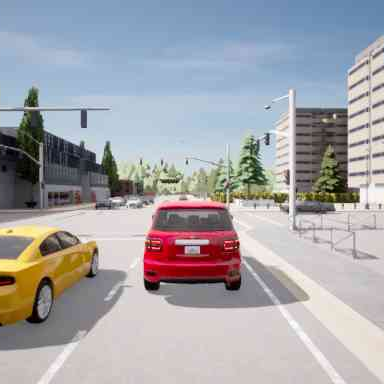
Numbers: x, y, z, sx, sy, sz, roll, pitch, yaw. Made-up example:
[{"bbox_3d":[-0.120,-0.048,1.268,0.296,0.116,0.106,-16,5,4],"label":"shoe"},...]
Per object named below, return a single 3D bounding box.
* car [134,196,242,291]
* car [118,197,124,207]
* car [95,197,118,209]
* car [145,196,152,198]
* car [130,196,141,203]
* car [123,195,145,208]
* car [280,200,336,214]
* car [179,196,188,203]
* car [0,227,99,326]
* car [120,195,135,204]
[{"bbox_3d":[0.011,1.228,9.179,2.150,2.045,5.566,0,0,0],"label":"car"},{"bbox_3d":[-12.036,1.564,53.772,1.812,1.442,4.674,0,0,-1],"label":"car"},{"bbox_3d":[-11.796,1.596,45.337,1.994,1.385,4.181,0,0,-2],"label":"car"},{"bbox_3d":[-8.654,1.546,58.724,1.837,1.490,4.892,0,0,-1],"label":"car"},{"bbox_3d":[-12.511,1.552,73.910,1.837,1.490,4.892,0,0,-2],"label":"car"},{"bbox_3d":[-8.385,1.560,48.640,1.812,1.442,4.674,0,0,-1],"label":"car"},{"bbox_3d":[12.066,1.572,34.653,5.357,1.411,2.033,0,0,-2],"label":"car"},{"bbox_3d":[-1.869,1.575,71.190,1.812,1.442,4.674,0,0,-2],"label":"car"},{"bbox_3d":[-3.482,1.483,7.190,1.882,1.535,5.008,0,0,0],"label":"car"},{"bbox_3d":[-12.269,1.397,63.687,2.097,1.767,4.553,0,0,-1],"label":"car"}]
